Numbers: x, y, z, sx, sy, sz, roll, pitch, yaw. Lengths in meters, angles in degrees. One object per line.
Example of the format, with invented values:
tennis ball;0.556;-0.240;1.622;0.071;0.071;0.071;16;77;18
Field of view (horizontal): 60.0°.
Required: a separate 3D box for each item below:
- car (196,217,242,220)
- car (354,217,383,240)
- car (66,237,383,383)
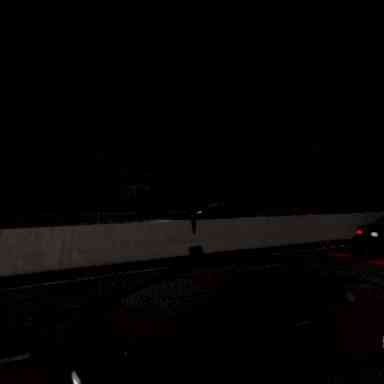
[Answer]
car;1.991;1.449;25.490;4.674;1.442;1.812;0;0;-29
car;8.695;1.577;13.032;5.357;1.411;2.033;0;0;-28
car;0.882;1.515;4.266;4.674;1.442;1.812;0;0;-33
